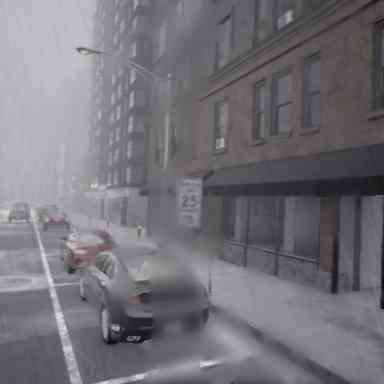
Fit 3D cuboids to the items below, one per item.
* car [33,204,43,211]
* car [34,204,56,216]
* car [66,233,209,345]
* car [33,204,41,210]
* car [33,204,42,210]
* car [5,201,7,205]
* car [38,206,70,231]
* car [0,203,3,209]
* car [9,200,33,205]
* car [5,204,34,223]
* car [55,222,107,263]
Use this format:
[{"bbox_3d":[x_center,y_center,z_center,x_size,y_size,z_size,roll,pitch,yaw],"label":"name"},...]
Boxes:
[{"bbox_3d":[-35.312,3.559,76.294,2.008,1.369,4.403,2,-2,-26],"label":"car"},{"bbox_3d":[-15.823,2.319,36.603,2.192,1.841,5.009,2,-2,-26],"label":"car"},{"bbox_3d":[-1.216,1.805,6.820,2.008,1.369,4.403,2,-2,-26],"label":"car"},{"bbox_3d":[-40.183,3.839,86.218,1.802,1.307,4.206,2,-2,-26],"label":"car"},{"bbox_3d":[-37.747,3.699,81.256,1.947,1.339,4.313,2,-2,-26],"label":"car"},{"bbox_3d":[-47.830,3.427,82.470,1.947,1.339,4.313,2,-2,-26],"label":"car"},{"bbox_3d":[-10.955,2.193,26.673,1.967,1.590,4.097,2,-2,-26],"label":"car"},{"bbox_3d":[-42.957,3.162,72.544,2.008,1.369,4.403,2,-2,-26],"label":"car"},{"bbox_3d":[-23.340,2.354,45.574,2.150,2.045,5.566,3,-3,-25],"label":"car"},{"bbox_3d":[-17.948,2.347,34.598,2.128,1.511,4.902,3,-3,-26],"label":"car"},{"bbox_3d":[-3.651,1.960,11.781,1.802,1.307,4.206,2,-2,-26],"label":"car"}]
